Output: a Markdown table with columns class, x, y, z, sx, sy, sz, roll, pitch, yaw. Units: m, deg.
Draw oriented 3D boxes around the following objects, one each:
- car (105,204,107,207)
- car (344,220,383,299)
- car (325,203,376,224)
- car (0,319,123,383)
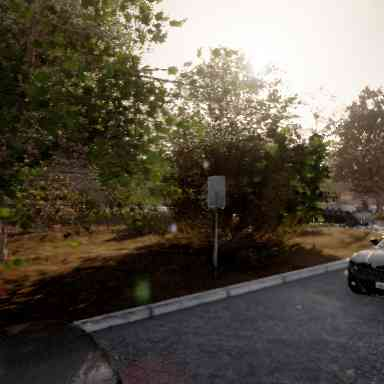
| class | x | y | z | sx | sy | sz | roll | pitch | yaw |
| --- | --- | --- | --- | --- | --- | --- | --- | --- | --- |
| car | -14.892 | 1.997 | 49.480 | 5.008 | 1.535 | 1.882 | 0 | -1 | -34 |
| car | 5.620 | 1.538 | 7.911 | 5.008 | 1.535 | 1.882 | 0 | -1 | -38 |
| car | 11.080 | 1.615 | 24.697 | 2.097 | 1.767 | 4.553 | 1 | -1 | -31 |
| car | -2.894 | 1.573 | 1.468 | 5.357 | 1.411 | 2.033 | 0 | -1 | -37 |
